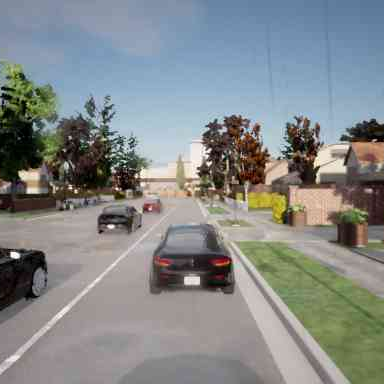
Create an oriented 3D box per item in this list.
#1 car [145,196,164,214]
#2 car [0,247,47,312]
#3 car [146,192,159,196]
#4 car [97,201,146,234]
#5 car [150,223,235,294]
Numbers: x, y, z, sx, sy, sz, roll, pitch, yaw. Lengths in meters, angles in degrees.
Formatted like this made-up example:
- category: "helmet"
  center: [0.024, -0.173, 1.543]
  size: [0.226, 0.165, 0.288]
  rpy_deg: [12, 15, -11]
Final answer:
- category: "car"
  center: [-4.097, 1.466, 35.027]
  size: [1.812, 1.442, 4.674]
  rpy_deg: [0, 1, 1]
- category: "car"
  center: [-4.145, 1.477, 5.400]
  size: [1.882, 1.535, 5.008]
  rpy_deg: [0, 0, 0]
- category: "car"
  center: [-7.679, 0.974, 64.478]
  size: [2.150, 2.045, 5.566]
  rpy_deg: [0, 0, 1]
- category: "car"
  center: [-4.103, 1.499, 19.400]
  size: [1.837, 1.490, 4.892]
  rpy_deg: [0, 0, 1]
- category: "car"
  center: [0.003, 1.525, 8.650]
  size: [1.812, 1.442, 4.674]
  rpy_deg: [0, 0, 0]
